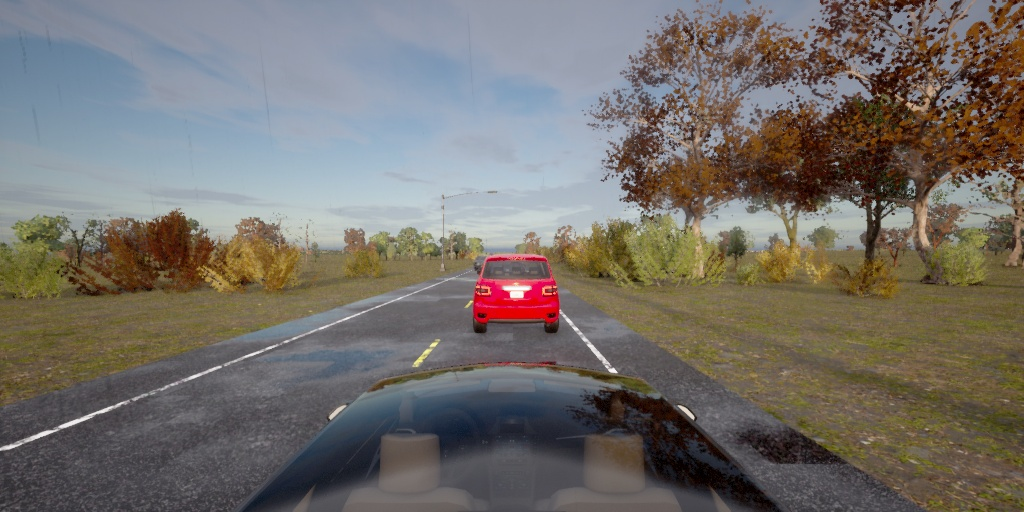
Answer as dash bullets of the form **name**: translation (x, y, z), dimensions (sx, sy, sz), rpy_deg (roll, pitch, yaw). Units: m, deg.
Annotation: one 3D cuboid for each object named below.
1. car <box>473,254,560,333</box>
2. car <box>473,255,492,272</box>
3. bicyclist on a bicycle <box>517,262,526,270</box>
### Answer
- **car**: translation (0.085, 0.968, 10.831), dimensions (2.150, 2.045, 5.566), rpy_deg (0, 0, -1)
- **car**: translation (-3.818, 0.957, 47.370), dimensions (2.150, 2.045, 5.566), rpy_deg (0, 0, -1)
- **bicyclist on a bicycle**: translation (0.880, 1.110, 30.010), dimensions (0.659, 1.776, 1.843), rpy_deg (0, 0, 0)
